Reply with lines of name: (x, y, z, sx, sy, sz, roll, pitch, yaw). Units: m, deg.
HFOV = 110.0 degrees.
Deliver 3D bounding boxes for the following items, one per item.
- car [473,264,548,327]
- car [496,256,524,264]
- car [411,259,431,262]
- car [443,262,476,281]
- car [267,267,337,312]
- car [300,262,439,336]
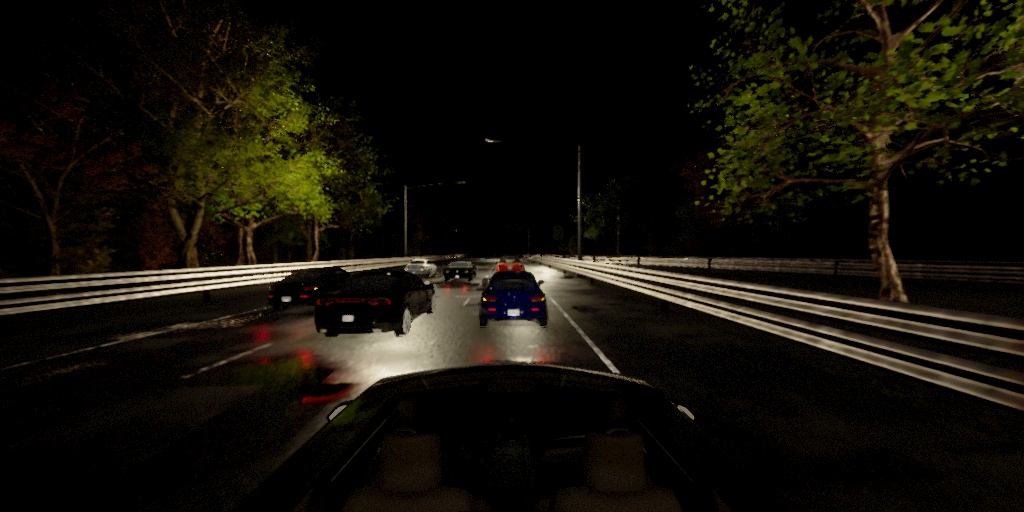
car: (0.032, 1.157, 10.894, 1.812, 1.442, 4.674, 0, 1, 0)
car: (-0.174, 0.782, 27.357, 2.097, 1.767, 4.553, 0, 1, -1)
car: (-7.193, 0.944, 28.548, 1.812, 1.442, 4.674, 0, 1, -1)
car: (-3.651, 1.048, 25.986, 1.895, 1.301, 4.718, 0, 1, -1)
car: (-6.980, 1.128, 13.364, 1.812, 1.442, 4.674, 0, 1, 0)
car: (-3.467, 1.121, 10.036, 1.882, 1.535, 5.008, 0, 1, 0)
